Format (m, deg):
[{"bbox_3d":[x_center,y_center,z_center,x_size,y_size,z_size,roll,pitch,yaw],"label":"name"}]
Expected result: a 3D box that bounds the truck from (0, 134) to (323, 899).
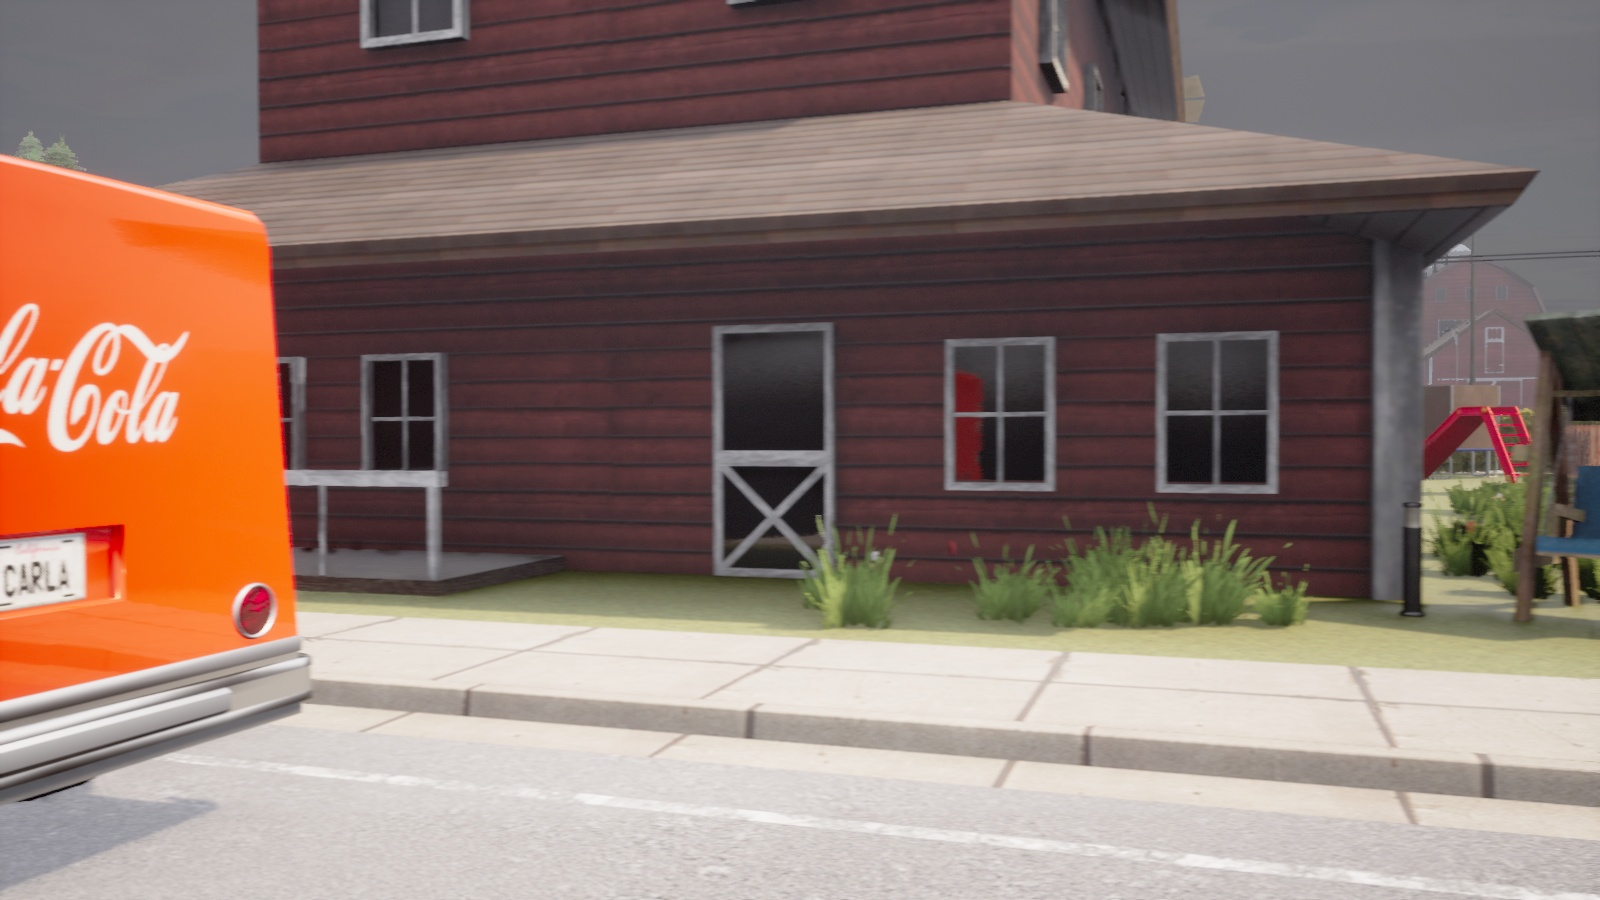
[{"bbox_3d":[-4.883,0.243,4.830,5.204,2.467,2.627,0,1,19],"label":"truck"}]
